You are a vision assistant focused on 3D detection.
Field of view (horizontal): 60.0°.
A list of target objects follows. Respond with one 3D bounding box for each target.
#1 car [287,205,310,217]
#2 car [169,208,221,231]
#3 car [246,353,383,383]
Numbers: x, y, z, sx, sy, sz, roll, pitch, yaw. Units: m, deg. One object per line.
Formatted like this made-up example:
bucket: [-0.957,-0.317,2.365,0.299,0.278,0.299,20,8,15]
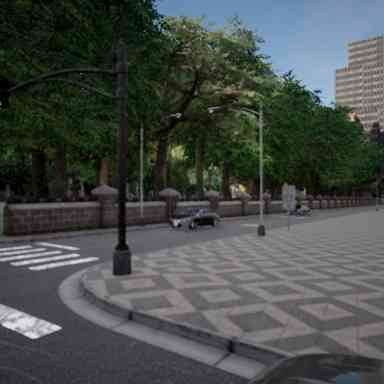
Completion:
car: [14.038,2.444,43.741,1.837,1.490,4.892,0,-2,36]
car: [0.310,1.930,24.375,2.128,1.511,4.902,0,-1,35]
car: [2.154,1.551,1.427,4.403,1.369,2.008,0,0,36]
